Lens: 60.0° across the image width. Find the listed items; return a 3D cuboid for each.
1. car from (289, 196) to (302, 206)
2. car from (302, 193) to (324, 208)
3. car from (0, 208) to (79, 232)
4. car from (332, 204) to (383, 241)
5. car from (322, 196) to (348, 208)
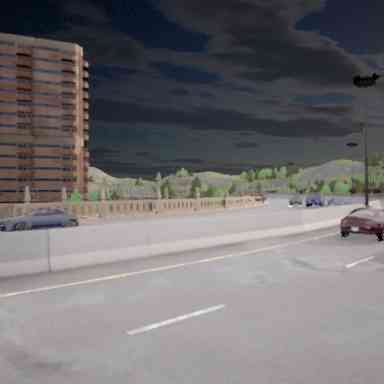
[{"bbox_3d":[16.838,1.425,53.667,1.837,1.490,4.892,0,0,23],"label":"car"},{"bbox_3d":[17.187,1.138,46.096,2.150,2.045,5.566,0,0,27],"label":"car"},{"bbox_3d":[-8.847,1.641,19.497,4.181,1.385,1.994,0,0,-39],"label":"car"},{"bbox_3d":[8.933,1.477,16.548,1.812,1.442,4.674,0,0,45],"label":"car"},{"bbox_3d":[16.899,1.402,38.494,2.128,1.511,4.902,0,0,31],"label":"car"}]
